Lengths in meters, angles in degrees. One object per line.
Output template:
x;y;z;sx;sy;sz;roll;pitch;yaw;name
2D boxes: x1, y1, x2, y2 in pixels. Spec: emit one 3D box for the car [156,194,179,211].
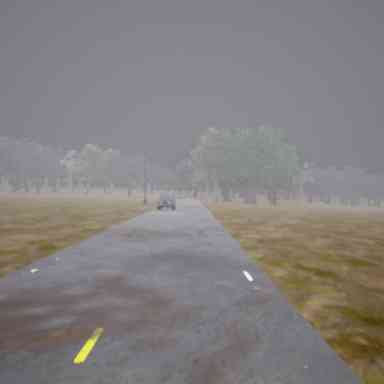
-3.085;1.223;41.074;2.150;2.045;5.566;0;0;0;car
